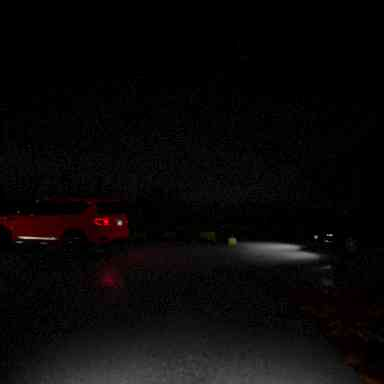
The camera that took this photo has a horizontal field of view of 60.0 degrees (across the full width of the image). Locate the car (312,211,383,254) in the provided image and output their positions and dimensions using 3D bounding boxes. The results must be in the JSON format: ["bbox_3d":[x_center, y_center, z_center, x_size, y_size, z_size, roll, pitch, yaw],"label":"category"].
[{"bbox_3d":[7.223,1.509,13.026,4.892,1.490,1.837,0,0,-2],"label":"car"}]

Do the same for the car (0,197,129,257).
[{"bbox_3d":[-5.211,1.227,13.015,5.566,2.045,2.150,0,-2,18],"label":"car"}]
